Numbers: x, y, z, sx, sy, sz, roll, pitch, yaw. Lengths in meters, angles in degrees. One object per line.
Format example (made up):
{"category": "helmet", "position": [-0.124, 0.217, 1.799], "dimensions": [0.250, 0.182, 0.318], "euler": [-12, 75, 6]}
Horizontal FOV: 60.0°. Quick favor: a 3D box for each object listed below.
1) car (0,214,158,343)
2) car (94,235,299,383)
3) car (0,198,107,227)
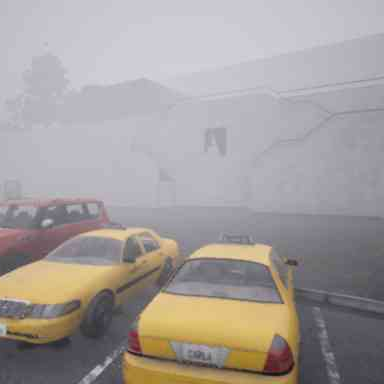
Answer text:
{"category": "car", "position": [-1.785, 1.448, 6.852], "dimensions": [1.946, 1.575, 5.366], "euler": [1, 0, 15]}
{"category": "car", "position": [0.751, 1.470, 5.472], "dimensions": [1.946, 1.575, 5.366], "euler": [0, -1, 15]}
{"category": "car", "position": [-4.180, 1.188, 8.747], "dimensions": [2.435, 2.045, 5.566], "euler": [1, 0, 15]}
